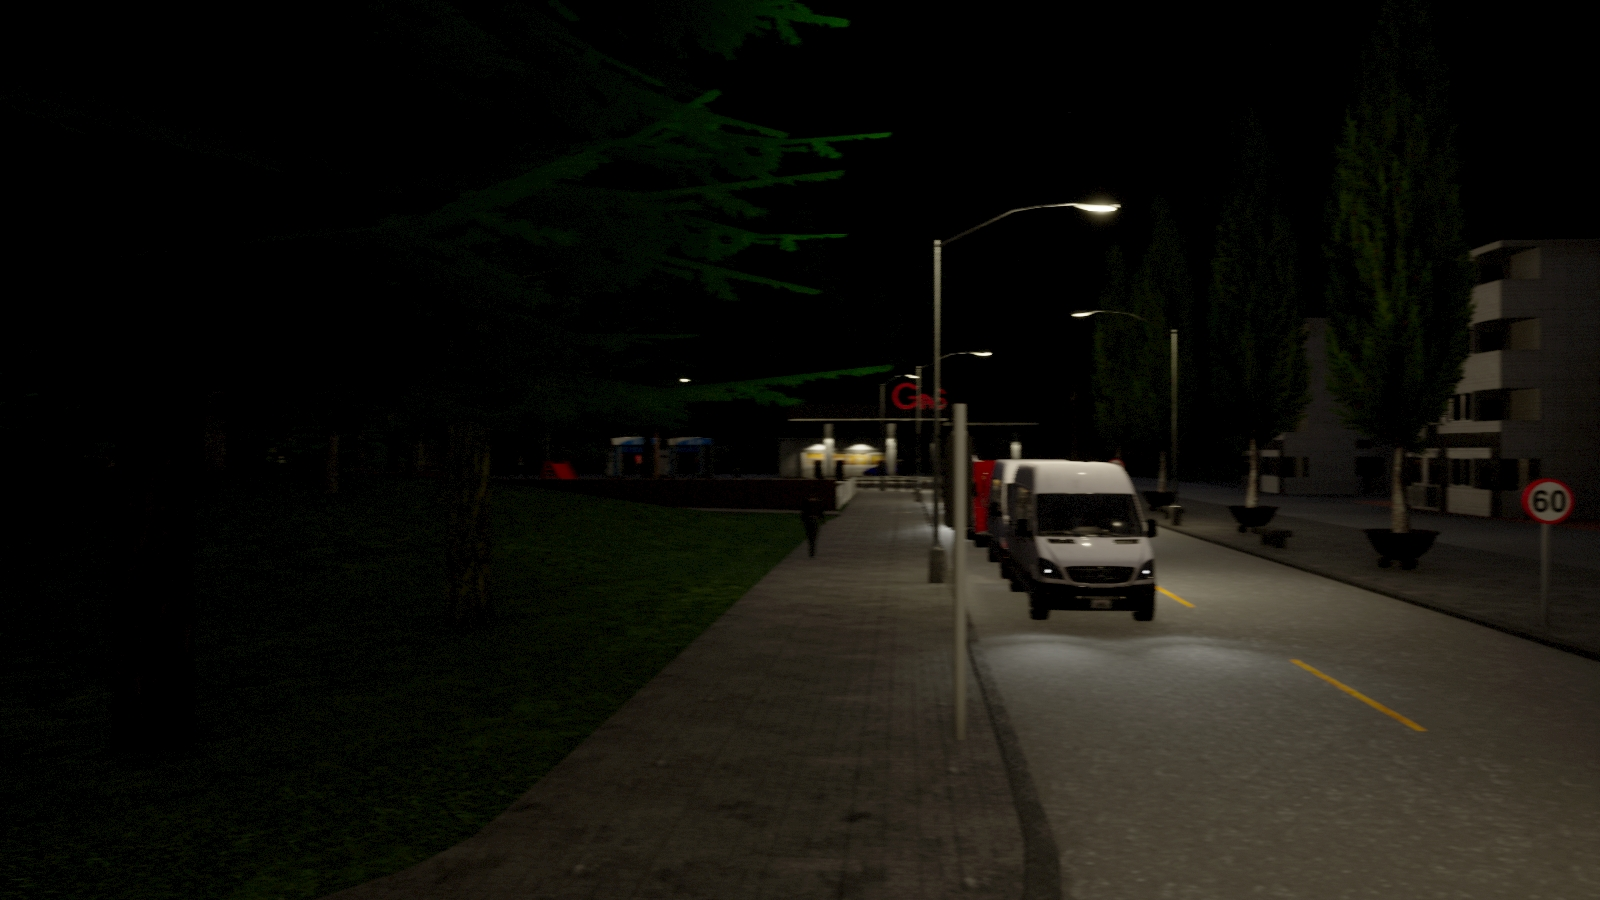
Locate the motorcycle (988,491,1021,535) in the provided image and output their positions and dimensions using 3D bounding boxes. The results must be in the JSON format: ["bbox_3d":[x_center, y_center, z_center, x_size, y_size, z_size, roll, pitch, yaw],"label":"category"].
[{"bbox_3d":[6.329,1.935,35.420,0.856,1.236,1.805,0,0,5],"label":"motorcycle"}]

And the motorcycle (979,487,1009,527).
[{"bbox_3d":[6.689,1.955,39.495,0.867,1.251,2.209,0,0,5],"label":"motorcycle"}]

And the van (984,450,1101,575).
[{"bbox_3d":[5.489,1.294,26.610,1.988,2.561,5.915,0,0,5],"label":"van"}]

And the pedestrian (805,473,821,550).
[{"bbox_3d":[0.315,1.506,28.002,0.375,1.860,0.375,0,0,5],"label":"pedestrian"}]

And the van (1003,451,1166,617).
[{"bbox_3d":[4.941,1.298,20.697,1.988,2.561,5.915,0,0,5],"label":"van"}]
